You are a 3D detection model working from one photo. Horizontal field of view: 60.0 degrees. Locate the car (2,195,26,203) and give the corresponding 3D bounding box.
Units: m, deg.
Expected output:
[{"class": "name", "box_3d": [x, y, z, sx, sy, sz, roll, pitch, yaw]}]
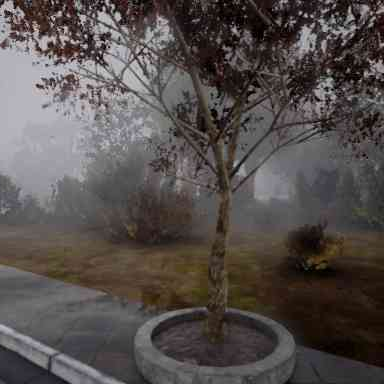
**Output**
[{"class": "car", "box_3d": [-22.598, 1.206, 43.298, 1.837, 1.490, 4.892, 1, 0, 32]}]
